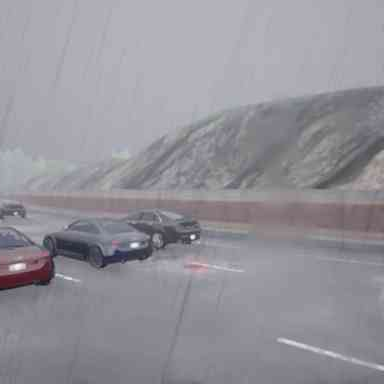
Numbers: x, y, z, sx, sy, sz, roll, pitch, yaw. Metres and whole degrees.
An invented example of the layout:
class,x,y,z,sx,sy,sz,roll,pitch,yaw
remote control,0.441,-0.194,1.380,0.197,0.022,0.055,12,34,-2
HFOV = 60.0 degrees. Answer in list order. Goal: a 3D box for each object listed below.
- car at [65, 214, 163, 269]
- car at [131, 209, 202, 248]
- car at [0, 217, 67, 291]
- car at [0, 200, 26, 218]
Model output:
class,x,y,z,sx,sy,sz,roll,pitch,yaw
car,-3.252,1.548,11.189,4.181,1.385,1.994,0,0,40
car,-1.827,1.495,14.543,4.892,1.490,1.837,0,0,40
car,-5.214,1.539,8.273,4.181,1.385,1.994,0,0,40
car,-15.447,1.428,27.929,1.837,1.490,4.892,0,0,-42
